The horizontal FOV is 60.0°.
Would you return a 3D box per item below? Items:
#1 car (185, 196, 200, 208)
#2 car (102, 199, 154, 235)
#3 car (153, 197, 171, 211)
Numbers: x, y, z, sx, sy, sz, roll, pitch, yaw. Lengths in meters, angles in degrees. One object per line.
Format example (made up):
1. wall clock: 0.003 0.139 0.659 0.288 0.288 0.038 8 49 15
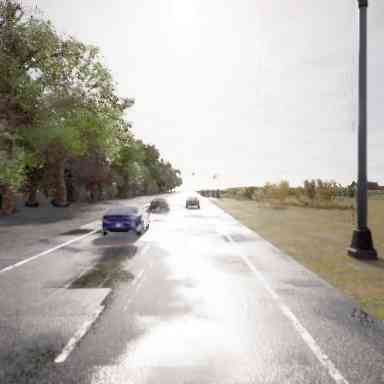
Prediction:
1. car: 0.102 1.258 42.849 2.033 1.411 5.357 0 0 0
2. car: -3.399 1.358 17.864 1.882 1.535 5.008 0 1 0
3. car: -3.397 1.265 36.044 1.837 1.490 4.892 0 1 0
